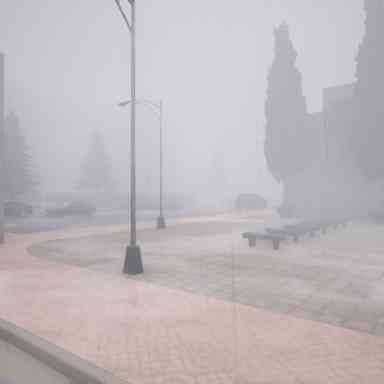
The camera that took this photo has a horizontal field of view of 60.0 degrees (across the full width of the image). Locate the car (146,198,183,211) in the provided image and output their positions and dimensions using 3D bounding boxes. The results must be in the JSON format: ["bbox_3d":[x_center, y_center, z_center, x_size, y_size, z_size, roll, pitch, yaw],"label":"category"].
[{"bbox_3d":[-2.984,1.563,39.891,1.994,1.385,4.181,0,0,38],"label":"car"}]

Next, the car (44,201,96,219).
[{"bbox_3d":[-10.781,1.525,29.754,1.812,1.442,4.674,0,0,37],"label":"car"}]

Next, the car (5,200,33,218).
[{"bbox_3d":[-16.248,1.503,28.510,1.837,1.490,4.892,0,0,39],"label":"car"}]

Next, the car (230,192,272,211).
[{"bbox_3d":[7.448,1.221,41.633,2.150,2.045,5.566,0,0,38],"label":"car"}]

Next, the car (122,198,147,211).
[{"bbox_3d":[-6.436,1.490,41.149,2.128,1.511,4.902,0,0,38],"label":"car"}]

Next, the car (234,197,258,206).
[{"bbox_3d":[8.954,1.514,55.218,1.837,1.490,4.892,0,0,38],"label":"car"}]

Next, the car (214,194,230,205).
[{"bbox_3d":[6.320,1.523,57.530,1.837,1.490,4.892,0,0,38],"label":"car"}]
